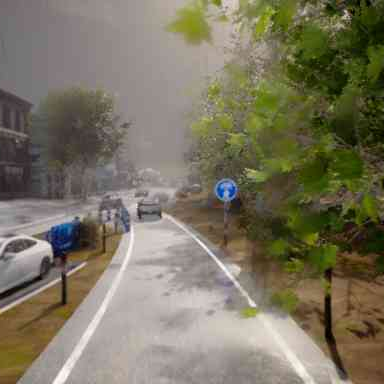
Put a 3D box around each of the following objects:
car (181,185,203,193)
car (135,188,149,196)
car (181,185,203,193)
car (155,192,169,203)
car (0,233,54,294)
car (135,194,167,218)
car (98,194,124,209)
[{"bbox_3d":[-0.095,-0.784,91.825,5.566,2.045,2.435,0,1,-23],"label":"car"},{"bbox_3d":[-8.793,0.018,58.716,2.097,1.767,4.553,0,2,-1],"label":"car"},{"bbox_3d":[0.095,-0.761,88.903,5.566,2.045,2.435,0,0,-23],"label":"car"},{"bbox_3d":[-4.173,0.681,45.185,1.994,1.385,4.181,0,2,-1],"label":"car"},{"bbox_3d":[-5.283,1.851,8.639,2.002,1.452,4.674,2,0,3],"label":"car"},{"bbox_3d":[-3.422,1.223,27.090,2.128,1.511,4.902,-1,2,-8],"label":"car"},{"bbox_3d":[-8.456,0.996,35.185,1.812,1.442,4.674,0,2,-1],"label":"car"}]
